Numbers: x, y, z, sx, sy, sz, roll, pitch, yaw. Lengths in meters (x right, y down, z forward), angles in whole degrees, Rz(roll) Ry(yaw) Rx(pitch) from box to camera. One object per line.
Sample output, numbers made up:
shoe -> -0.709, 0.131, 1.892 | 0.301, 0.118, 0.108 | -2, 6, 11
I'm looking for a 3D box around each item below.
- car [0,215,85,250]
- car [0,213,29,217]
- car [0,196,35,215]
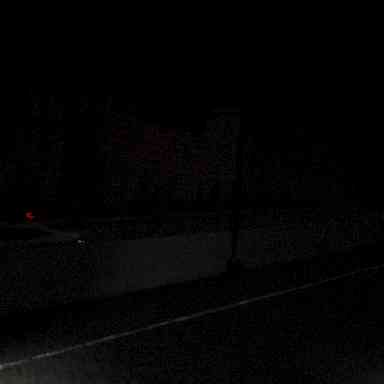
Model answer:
car -> -5.202, 1.526, 8.880 | 4.674, 1.442, 1.812 | 0, 0, -35
car -> -8.116, 1.601, 11.100 | 4.718, 1.301, 1.895 | 0, 0, -36
car -> -9.739, 1.222, 14.242 | 5.566, 2.045, 2.150 | 0, 0, -35
